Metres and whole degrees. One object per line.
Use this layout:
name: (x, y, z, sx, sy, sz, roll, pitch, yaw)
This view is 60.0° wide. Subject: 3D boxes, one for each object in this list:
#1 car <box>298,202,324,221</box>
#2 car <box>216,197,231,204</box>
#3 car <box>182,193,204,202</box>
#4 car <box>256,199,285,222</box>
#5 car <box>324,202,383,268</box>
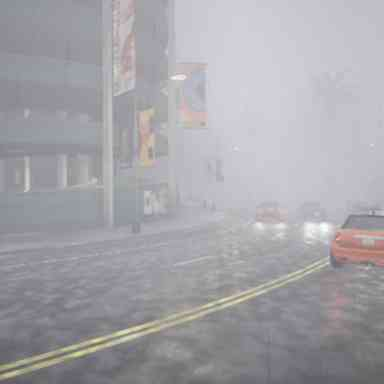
car: (10.182, 1.589, 28.293, 2.128, 1.511, 4.902, 0, 0, 10)
car: (7.231, 1.897, 77.548, 2.231, 1.521, 4.892, 0, 0, -24)
car: (0.483, 1.248, 67.822, 2.150, 2.045, 5.566, 0, 0, -24)
car: (6.413, 1.472, 27.352, 2.097, 1.767, 4.553, -1, 0, 12)
car: (6.096, 1.372, 10.623, 2.097, 1.767, 4.553, -1, -1, 39)
